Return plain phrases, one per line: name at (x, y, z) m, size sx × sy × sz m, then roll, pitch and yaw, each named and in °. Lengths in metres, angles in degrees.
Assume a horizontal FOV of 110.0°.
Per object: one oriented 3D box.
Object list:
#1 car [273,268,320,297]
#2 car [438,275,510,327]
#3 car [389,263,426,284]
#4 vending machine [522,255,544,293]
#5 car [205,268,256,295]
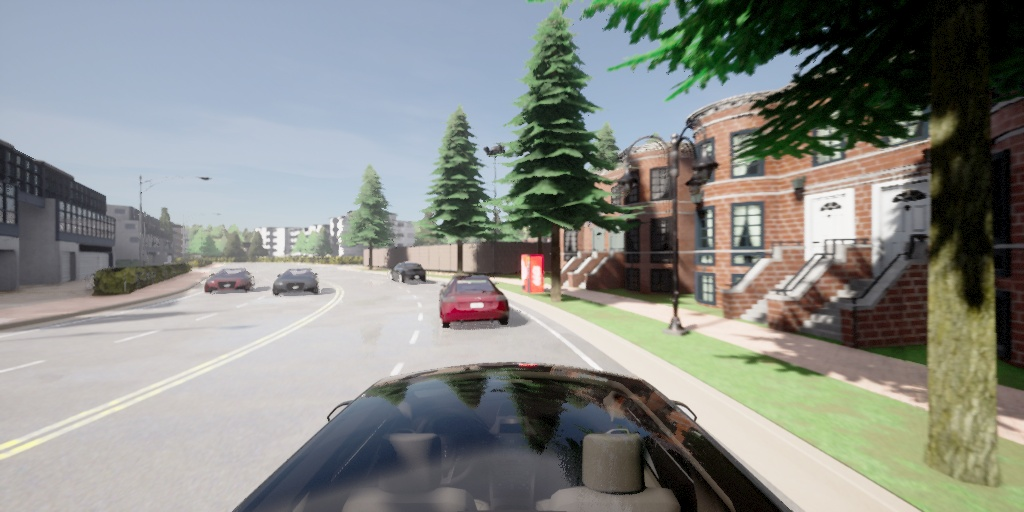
car at (-11.622, 1.373, 19.555) m, size 1.994 × 1.385 × 4.181 m, roll 0°, pitch 0°, yaw -27°
car at (-1.366, 1.309, 11.682) m, size 1.994 × 1.385 × 4.181 m, roll 0°, pitch 0°, yaw -12°
car at (-8.157, 1.276, 27.902) m, size 1.837 × 1.490 × 4.892 m, roll 0°, pitch 0°, yaw -32°
vending machine at (1.055, 0.913, 18.132) m, size 1.100 × 2.100 × 0.880 m, roll 0°, pitch 0°, yaw -19°
car at (-16.323, 1.405, 20.967) m, size 1.994 × 1.385 × 4.181 m, roll 0°, pitch 0°, yaw -31°
